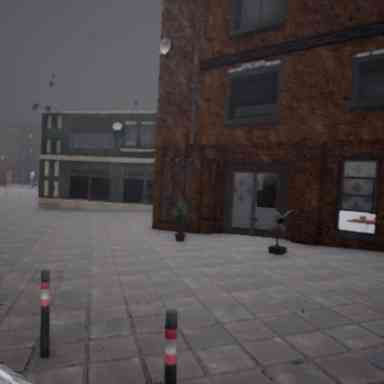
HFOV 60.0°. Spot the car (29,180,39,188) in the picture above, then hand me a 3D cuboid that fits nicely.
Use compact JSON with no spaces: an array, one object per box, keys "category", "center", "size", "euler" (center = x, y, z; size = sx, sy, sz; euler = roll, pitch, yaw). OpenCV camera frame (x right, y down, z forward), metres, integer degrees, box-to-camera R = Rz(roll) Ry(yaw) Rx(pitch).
[{"category":"car","center":[-31.559,-1.702,69.117],"size":[4.553,1.767,2.185],"euler":[4,3,23]}]
